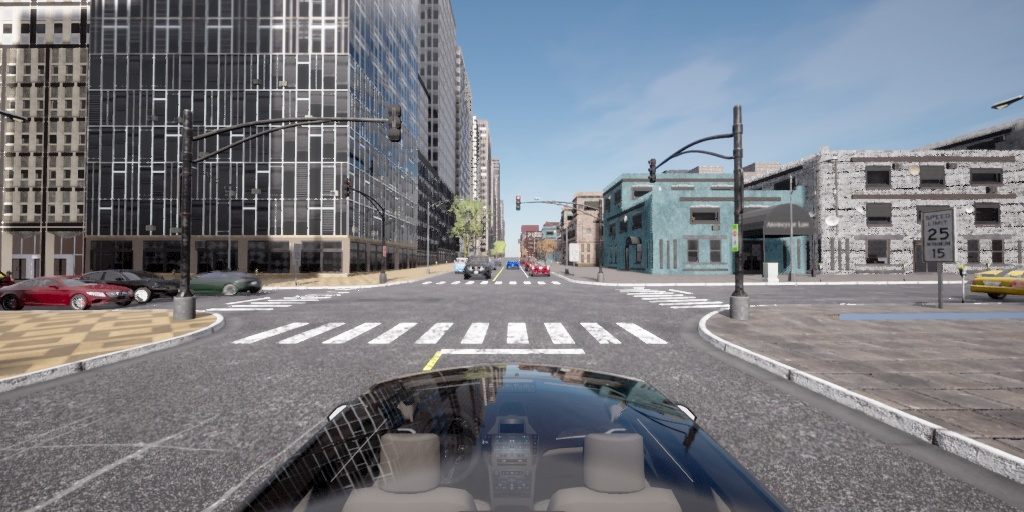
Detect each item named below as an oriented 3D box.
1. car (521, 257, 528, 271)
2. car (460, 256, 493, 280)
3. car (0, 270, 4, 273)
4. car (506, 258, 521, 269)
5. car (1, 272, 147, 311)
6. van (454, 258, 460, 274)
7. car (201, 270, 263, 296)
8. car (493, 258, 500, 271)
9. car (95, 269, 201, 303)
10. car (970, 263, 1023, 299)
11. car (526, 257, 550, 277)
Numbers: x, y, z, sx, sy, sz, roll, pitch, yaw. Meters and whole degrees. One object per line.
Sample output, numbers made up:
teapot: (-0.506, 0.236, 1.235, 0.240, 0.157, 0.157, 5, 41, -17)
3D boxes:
car: (2.706, 1.070, 47.250, 2.192, 1.841, 5.009, 0, 0, 0)
car: (-2.989, 0.978, 31.494, 2.150, 2.045, 5.566, 0, 0, -2)
car: (-23.098, 1.325, 14.125, 4.097, 1.591, 1.967, 0, 0, 1)
car: (0.118, 1.233, 57.528, 1.882, 1.535, 5.008, 0, 0, 0)
car: (-17.415, 1.413, 14.069, 4.207, 1.307, 1.802, 0, 0, 1)
van: (-5.677, 1.096, 41.540, 1.690, 1.789, 3.998, 0, 0, 0)
car: (-16.277, 1.488, 19.854, 4.181, 1.385, 1.994, 0, -1, 0)
car: (-3.084, 1.303, 49.174, 2.033, 1.411, 5.357, 0, 0, 0)
car: (-17.888, 1.359, 16.681, 5.008, 1.535, 1.882, -1, -1, 0)
car: (20.694, 0.994, 13.691, 4.829, 1.417, 1.751, 0, 0, 1)
car: (2.702, 1.194, 35.902, 1.967, 1.591, 4.097, 0, 0, 0)
